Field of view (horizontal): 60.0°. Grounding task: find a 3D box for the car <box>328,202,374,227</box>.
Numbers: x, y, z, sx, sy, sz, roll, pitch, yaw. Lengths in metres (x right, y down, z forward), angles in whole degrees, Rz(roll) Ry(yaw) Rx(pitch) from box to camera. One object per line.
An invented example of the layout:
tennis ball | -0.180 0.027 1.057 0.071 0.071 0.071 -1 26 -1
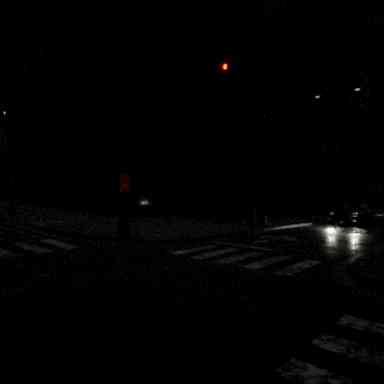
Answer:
car | 11.830 1.550 24.615 2.097 1.767 4.553 1 0 43
